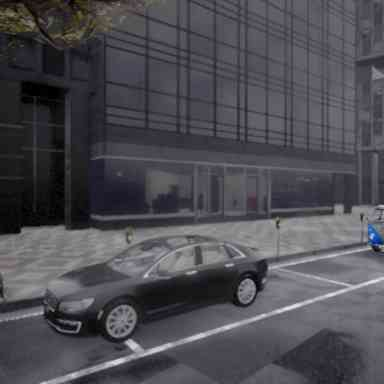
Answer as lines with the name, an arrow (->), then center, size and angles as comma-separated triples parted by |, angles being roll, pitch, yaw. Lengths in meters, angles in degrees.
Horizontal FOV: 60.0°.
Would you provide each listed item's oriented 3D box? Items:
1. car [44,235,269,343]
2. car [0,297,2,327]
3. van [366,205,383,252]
car -> -0.422, 1.551, 6.346 | 4.403, 1.369, 2.008 | 0, 0, -36
car -> -4.727, 1.316, 3.273 | 5.009, 1.841, 2.192 | 0, 0, -36
van -> 8.188, 1.341, 12.490 | 3.998, 1.788, 1.690 | 0, 0, -36
